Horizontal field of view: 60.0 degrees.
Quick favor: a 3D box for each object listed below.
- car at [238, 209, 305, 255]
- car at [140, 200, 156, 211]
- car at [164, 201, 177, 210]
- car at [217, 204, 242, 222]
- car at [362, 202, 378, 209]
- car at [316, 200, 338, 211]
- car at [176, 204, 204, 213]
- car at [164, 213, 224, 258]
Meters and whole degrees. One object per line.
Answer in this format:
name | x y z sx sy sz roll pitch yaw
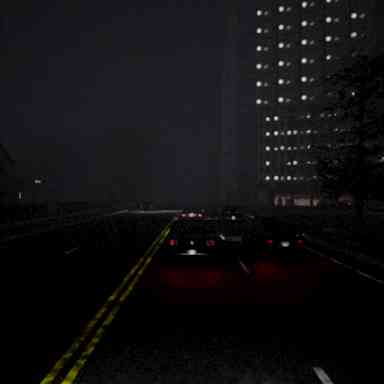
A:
car | 3.277 1.656 13.908 1.812 1.442 4.674 0 0 0
car | -6.518 1.969 49.762 1.882 1.535 5.008 0 -1 0
car | -3.253 2.058 51.465 2.033 1.411 5.357 0 -1 0
car | 3.275 1.780 28.502 1.837 1.490 4.892 0 0 0
car | 31.052 2.321 59.945 4.403 1.369 2.008 0 1 20
car | 23.018 2.189 54.492 5.009 1.841 2.192 0 1 20
car | 0.015 1.811 27.503 2.033 1.411 5.357 0 -1 0
car | 0.021 1.726 13.231 1.895 1.301 4.718 0 -1 0
